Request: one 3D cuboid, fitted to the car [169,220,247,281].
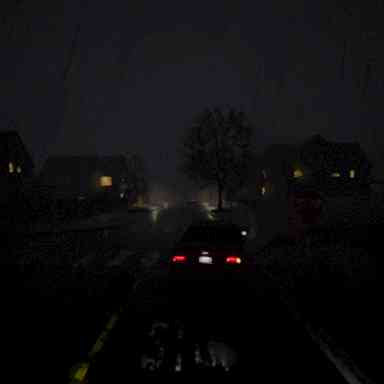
[{"bbox_3d":[0.620,1.546,9.855,2.033,1.411,5.357,0,0,7],"label":"car"}]

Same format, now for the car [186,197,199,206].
[{"bbox_3d":[0.115,1.570,55.677,2.128,1.511,4.902,0,0,0],"label":"car"}]

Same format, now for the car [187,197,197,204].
[{"bbox_3d":[0.045,1.736,68.822,1.895,1.301,4.718,0,0,0],"label":"car"}]
